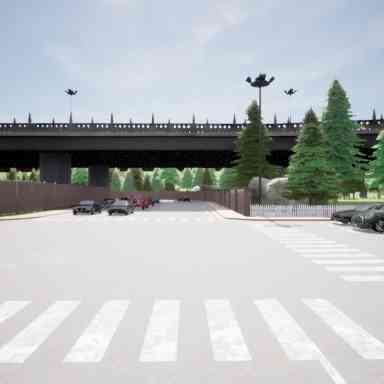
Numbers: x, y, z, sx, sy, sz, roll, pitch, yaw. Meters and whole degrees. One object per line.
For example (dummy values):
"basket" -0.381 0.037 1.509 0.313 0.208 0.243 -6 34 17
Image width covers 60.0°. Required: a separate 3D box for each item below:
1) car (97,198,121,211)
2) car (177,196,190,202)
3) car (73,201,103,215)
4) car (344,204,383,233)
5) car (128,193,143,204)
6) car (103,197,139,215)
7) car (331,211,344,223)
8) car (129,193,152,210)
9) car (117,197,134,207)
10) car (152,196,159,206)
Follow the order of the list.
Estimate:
"car" -10.544 1.526 42.585 1.812 1.442 4.674 0 0 0
"car" -1.908 1.553 75.231 1.994 1.385 4.181 0 0 -19
"car" -10.569 1.564 33.870 1.994 1.385 4.181 0 0 0
"car" 11.481 1.297 18.704 4.553 1.767 2.097 0 0 2
"car" -10.690 1.221 63.473 2.150 2.045 5.566 0 0 -3
"car" -7.043 1.547 33.593 2.033 1.411 5.357 0 0 0
"car" 12.235 1.492 22.219 5.357 1.411 2.033 0 0 2
"car" -7.045 1.221 43.767 2.150 2.045 5.566 0 0 0
"car" -10.540 1.526 52.765 1.812 1.442 4.674 0 0 0
"car" -7.046 1.564 53.775 1.994 1.385 4.181 0 0 0
